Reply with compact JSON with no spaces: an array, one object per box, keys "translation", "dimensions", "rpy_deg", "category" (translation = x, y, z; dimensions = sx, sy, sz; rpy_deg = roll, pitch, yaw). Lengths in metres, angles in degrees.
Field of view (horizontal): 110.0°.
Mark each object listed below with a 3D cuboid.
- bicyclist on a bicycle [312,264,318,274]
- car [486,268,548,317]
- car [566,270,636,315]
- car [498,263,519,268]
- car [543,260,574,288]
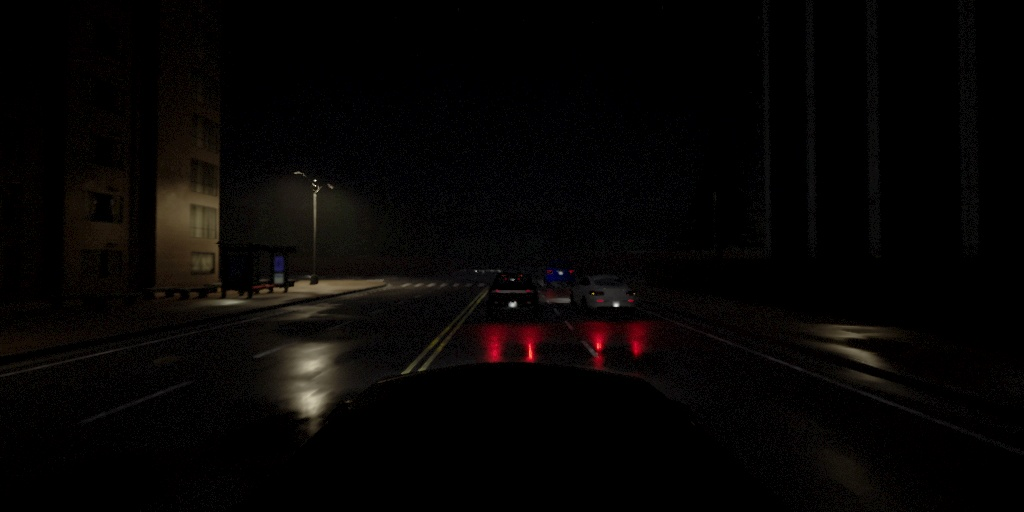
[{"translation":[-27.282,1.656,49.627],"dimensions":[0.582,1.620,1.656],"rpy_deg":[0,-1,0],"category":"bicyclist on a bicycle"},{"translation":[0.043,1.414,14.133],"dimensions":[2.128,1.511,4.902],"rpy_deg":[0,-1,1],"category":"car"},{"translation":[3.546,1.452,14.457],"dimensions":[1.812,1.442,4.674],"rpy_deg":[0,-1,0],"category":"car"},{"translation":[0.041,1.639,29.808],"dimensions":[1.812,1.442,4.674],"rpy_deg":[0,1,1],"category":"car"},{"translation":[3.682,1.335,28.020],"dimensions":[2.150,2.045,5.566],"rpy_deg":[0,0,5],"category":"car"}]
